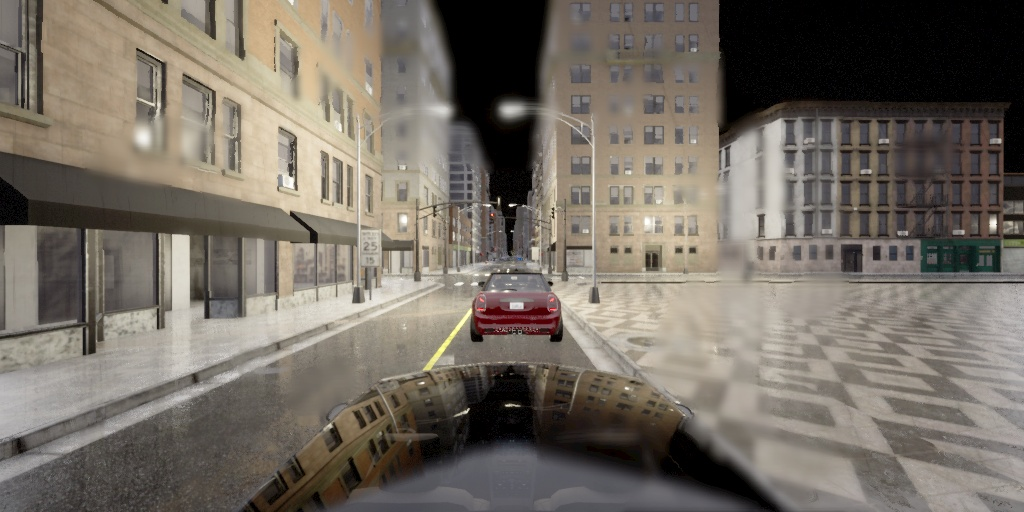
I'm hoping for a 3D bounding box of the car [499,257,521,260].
[{"bbox_3d":[0.057,1.101,19.748,2.097,1.767,4.553,0,0,-1],"label":"car"}]

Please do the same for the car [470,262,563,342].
[{"bbox_3d":[0.106,1.102,9.932,2.097,1.767,4.553,0,0,0],"label":"car"}]
